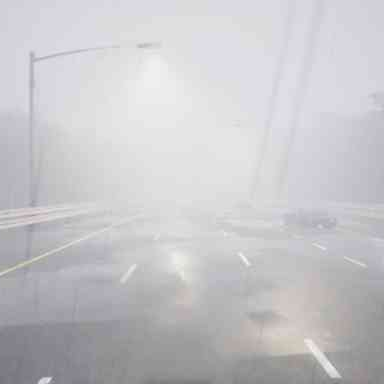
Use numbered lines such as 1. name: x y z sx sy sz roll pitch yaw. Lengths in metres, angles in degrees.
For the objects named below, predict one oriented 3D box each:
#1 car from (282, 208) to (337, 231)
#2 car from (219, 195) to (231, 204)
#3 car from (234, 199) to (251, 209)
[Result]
1. car: 7.017 1.604 20.405 1.895 1.301 4.718 0 0 0
2. car: 7.266 1.623 73.687 2.150 2.045 5.566 0 -1 0
3. car: 7.103 1.712 47.348 1.895 1.301 4.718 0 0 0
